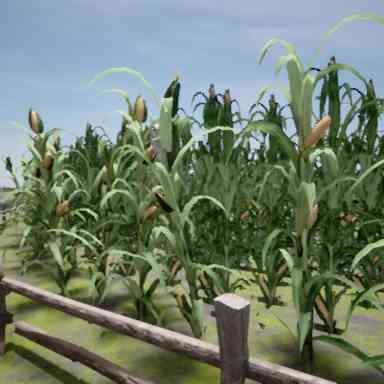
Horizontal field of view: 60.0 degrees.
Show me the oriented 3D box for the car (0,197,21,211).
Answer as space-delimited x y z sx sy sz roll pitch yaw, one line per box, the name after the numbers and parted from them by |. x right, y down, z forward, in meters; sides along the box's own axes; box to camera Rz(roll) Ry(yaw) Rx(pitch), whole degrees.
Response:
-19.636 1.228 35.612 1.994 1.385 4.181 -1 1 30 | car
